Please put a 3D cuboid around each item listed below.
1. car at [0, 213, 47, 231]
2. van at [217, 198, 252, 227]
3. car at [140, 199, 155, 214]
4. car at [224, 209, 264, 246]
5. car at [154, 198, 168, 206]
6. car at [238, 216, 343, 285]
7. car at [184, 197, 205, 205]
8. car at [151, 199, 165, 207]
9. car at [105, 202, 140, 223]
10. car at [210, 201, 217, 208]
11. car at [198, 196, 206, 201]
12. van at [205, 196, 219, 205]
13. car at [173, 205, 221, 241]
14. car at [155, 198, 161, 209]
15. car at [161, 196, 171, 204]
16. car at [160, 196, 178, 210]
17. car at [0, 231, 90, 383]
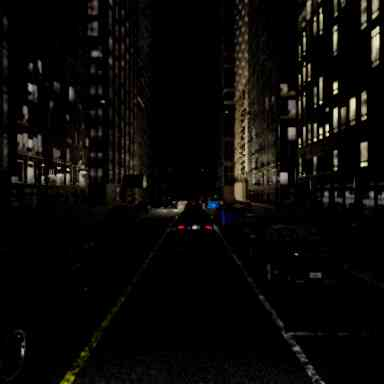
[{"bbox_3d":[-5.679,1.482,9.461,1.967,1.590,4.097,0,0,0],"label":"car"},{"bbox_3d":[2.719,1.427,20.843,1.690,1.788,3.998,0,0,0],"label":"van"},{"bbox_3d":[-5.635,1.727,37.950,1.802,1.307,4.206,0,0,0],"label":"car"},{"bbox_3d":[2.711,1.646,15.143,1.802,1.307,4.206,0,0,0],"label":"car"},{"bbox_3d":[-5.601,1.767,60.744,2.008,1.369,4.403,0,0,0],"label":"car"},{"bbox_3d":[2.702,1.592,9.446,2.008,1.369,4.403,0,0,0],"label":"car"},{"bbox_3d":[0.154,1.615,35.849,1.882,1.535,5.008,0,0,0],"label":"car"},{"bbox_3d":[-5.609,1.783,55.046,1.802,1.307,4.206,0,0,0],"label":"car"},{"bbox_3d":[-5.653,1.672,26.554,1.947,1.339,4.313,0,0,0],"label":"car"},{"bbox_3d":[2.728,1.651,26.540,1.887,1.381,4.507,0,0,0],"label":"car"},{"bbox_3d":[2.832,1.850,94.919,1.887,1.381,4.507,0,0,0],"label":"car"},{"bbox_3d":[2.754,1.505,43.635,1.690,1.788,3.998,0,0,0],"label":"van"},{"bbox_3d":[0.125,1.619,17.100,2.033,1.411,5.357,0,0,0],"label":"car"},{"bbox_3d":[-5.618,1.728,49.348,1.887,1.381,4.507,0,0,0],"label":"car"},{"bbox_3d":[-5.583,1.687,72.141,1.967,1.590,4.097,0,0,0],"label":"car"},{"bbox_3d":[-3.014,1.680,47.301,1.837,1.490,4.892,0,0,0],"label":"car"},{"bbox_3d":[-3.093,1.588,5.195,1.994,1.385,4.181,0,0,0],"label":"car"}]
